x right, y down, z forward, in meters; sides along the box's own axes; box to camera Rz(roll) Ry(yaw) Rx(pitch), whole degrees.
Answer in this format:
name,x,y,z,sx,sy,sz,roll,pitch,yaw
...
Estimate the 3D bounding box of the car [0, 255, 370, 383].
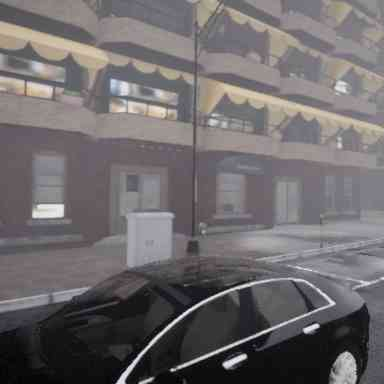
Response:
name,x,y,z,sx,sy,sz,roll,pitch,yaw
car,-0.126,1.506,3.289,4.892,1.490,1.837,0,0,-35
